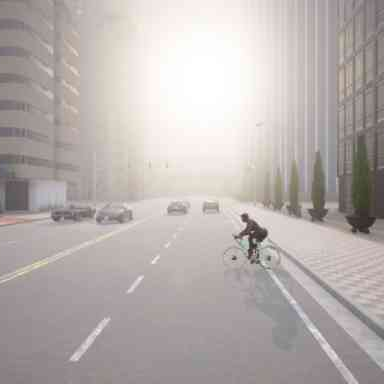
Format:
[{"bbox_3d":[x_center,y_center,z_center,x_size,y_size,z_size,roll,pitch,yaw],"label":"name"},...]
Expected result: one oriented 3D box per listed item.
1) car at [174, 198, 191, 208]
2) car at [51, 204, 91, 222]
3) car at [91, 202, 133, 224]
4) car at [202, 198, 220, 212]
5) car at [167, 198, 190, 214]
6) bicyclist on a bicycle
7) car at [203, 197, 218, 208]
[{"bbox_3d":[-1.464,1.596,49.335,1.895,1.301,4.718,0,0,-8],"label":"car"},{"bbox_3d":[-9.133,1.598,26.022,1.895,1.301,4.718,0,0,4],"label":"car"},{"bbox_3d":[-5.693,1.522,25.029,1.812,1.442,4.674,0,0,4],"label":"car"},{"bbox_3d":[2.244,1.487,39.236,2.128,1.511,4.902,0,0,4],"label":"car"},{"bbox_3d":[-1.463,1.560,35.524,1.994,1.385,4.181,0,0,4],"label":"car"},{"bbox_3d":[1.680,1.426,9.466,1.656,1.620,0.582,-1,0,3],"label":"bicyclist on a bicycle"},{"bbox_3d":[2.773,1.542,49.148,2.033,1.411,5.357,0,0,4],"label":"car"}]
